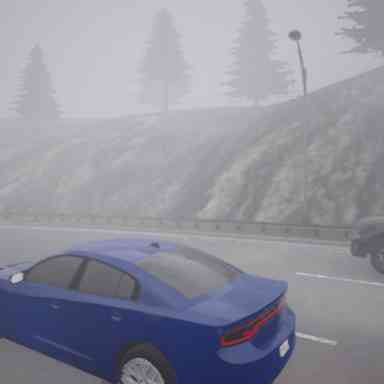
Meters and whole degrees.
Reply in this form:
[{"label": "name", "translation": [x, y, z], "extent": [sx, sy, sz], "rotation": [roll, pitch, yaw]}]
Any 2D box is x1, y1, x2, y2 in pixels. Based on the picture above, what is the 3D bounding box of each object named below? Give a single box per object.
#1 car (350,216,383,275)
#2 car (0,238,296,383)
[{"label": "car", "translation": [6.806, 1.008, 7.798], "extent": [5.566, 2.045, 2.150], "rotation": [0, 1, 36]}, {"label": "car", "translation": [-1.165, 1.405, 4.681], "extent": [5.008, 1.535, 1.882], "rotation": [0, 1, 32]}]
